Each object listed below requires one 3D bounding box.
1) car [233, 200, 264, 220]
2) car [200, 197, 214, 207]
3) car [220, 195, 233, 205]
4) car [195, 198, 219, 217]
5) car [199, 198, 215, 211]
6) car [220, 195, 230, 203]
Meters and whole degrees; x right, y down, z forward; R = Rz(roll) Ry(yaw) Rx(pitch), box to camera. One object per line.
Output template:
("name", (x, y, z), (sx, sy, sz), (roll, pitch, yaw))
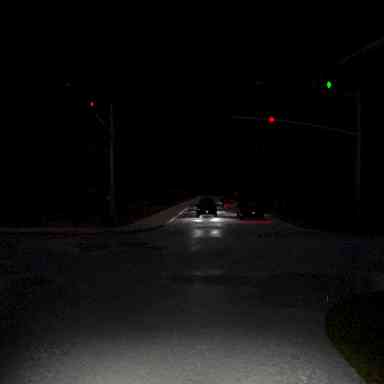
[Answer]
("car", (4.843, 1.443, 27.991), (1.882, 1.535, 5.008), (0, 0, 3))
("car", (2.339, 1.529, 50.357), (1.994, 1.385, 4.181), (0, 0, 3))
("car", (6.353, 1.566, 59.014), (1.895, 1.301, 4.718), (0, 0, 3))
("car", (1.384, 1.470, 30.997), (1.837, 1.490, 4.892), (0, 0, 3))
("car", (1.847, 1.470, 40.449), (1.837, 1.490, 4.892), (0, 0, 3))
("car", (6.838, 1.470, 68.975), (1.837, 1.490, 4.892), (0, 0, 3))
